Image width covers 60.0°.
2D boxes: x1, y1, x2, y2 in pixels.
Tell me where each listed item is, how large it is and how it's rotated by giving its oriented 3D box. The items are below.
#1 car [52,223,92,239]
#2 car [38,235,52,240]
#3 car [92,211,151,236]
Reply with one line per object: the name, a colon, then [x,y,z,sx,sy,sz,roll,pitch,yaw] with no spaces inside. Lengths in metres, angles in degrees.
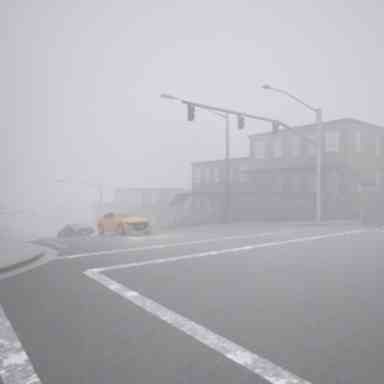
car: [-10.308,3.496,29.188,2.033,1.411,5.357,0,-12,-37]
car: [-16.137,5.566,37.039,1.812,1.442,4.674,0,-12,-36]
car: [-4.428,1.937,21.281,1.882,1.535,5.008,0,-4,-37]
